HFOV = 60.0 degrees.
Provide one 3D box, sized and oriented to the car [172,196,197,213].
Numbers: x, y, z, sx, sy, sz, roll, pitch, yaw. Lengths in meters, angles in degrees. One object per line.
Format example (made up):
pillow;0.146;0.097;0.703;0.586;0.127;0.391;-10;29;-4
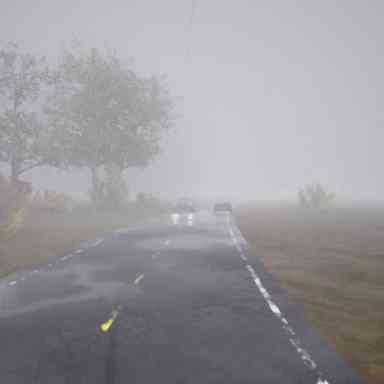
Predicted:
car;-0.729;1.257;35.465;2.097;1.767;4.553;0;0;8

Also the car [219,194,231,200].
car;7.608;1.182;76.585;1.895;1.301;4.718;0;0;15

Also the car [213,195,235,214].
car;3.273;1.391;34.622;1.882;1.535;5.008;0;0;7

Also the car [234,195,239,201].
car;8.600;1.217;69.106;1.895;1.301;4.718;0;0;15
